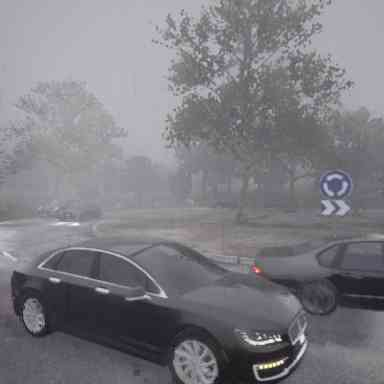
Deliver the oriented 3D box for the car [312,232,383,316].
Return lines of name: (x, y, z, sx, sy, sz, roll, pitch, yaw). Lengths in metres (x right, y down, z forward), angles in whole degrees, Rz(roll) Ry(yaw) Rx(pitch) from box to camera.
car: (3.790, 1.539, 6.464, 5.357, 1.411, 2.033, 0, 0, 16)

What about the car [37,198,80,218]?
car: (-11.412, 1.347, 29.398, 2.097, 1.767, 4.553, 0, 0, 17)

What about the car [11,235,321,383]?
car: (-0.788, 1.504, 5.183, 4.892, 1.490, 1.837, 0, 0, 31)

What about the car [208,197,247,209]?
car: (4.402, 1.395, 41.546, 4.892, 1.490, 1.837, 0, -1, -11)

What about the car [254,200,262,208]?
car: (10.873, 1.435, 45.232, 4.902, 1.511, 2.128, 1, 0, 6)

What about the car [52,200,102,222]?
car: (-8.861, 1.558, 26.581, 1.994, 1.385, 4.181, 0, 0, 10)

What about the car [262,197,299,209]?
car: (11.325, 1.310, 41.953, 4.181, 1.385, 1.994, 1, 0, 7)
